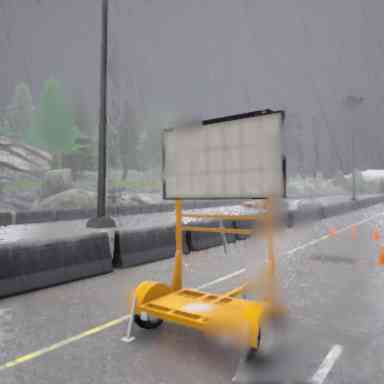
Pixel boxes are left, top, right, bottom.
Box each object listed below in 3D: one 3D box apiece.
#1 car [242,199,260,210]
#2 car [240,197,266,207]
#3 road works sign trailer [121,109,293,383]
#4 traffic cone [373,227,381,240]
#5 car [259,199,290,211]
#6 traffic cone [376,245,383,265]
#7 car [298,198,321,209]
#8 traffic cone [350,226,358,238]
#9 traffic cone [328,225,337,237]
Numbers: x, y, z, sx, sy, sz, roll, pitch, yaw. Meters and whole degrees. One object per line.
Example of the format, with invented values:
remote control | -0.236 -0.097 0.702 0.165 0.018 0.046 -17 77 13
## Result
car | 8.881 1.586 46.148 1.882 1.535 5.008 -1 0 37
car | 9.824 1.563 53.213 1.882 1.535 5.008 -1 0 37
road works sign trailer | 0.578 0.528 5.765 2.380 3.560 2.880 -1 -1 37
traffic cone | 8.797 1.961 15.864 0.340 0.580 0.340 -1 -1 37
car | 10.937 1.658 43.063 1.895 1.301 4.718 -1 0 37
traffic cone | 6.001 1.970 10.461 0.340 0.580 0.340 -1 -1 37
car | 15.254 1.475 42.981 1.812 1.442 4.674 -1 0 37
traffic cone | 7.997 1.981 16.459 0.340 0.580 0.340 -1 -1 36
traffic cone | 7.203 2.001 17.056 0.340 0.580 0.340 -1 -1 38
